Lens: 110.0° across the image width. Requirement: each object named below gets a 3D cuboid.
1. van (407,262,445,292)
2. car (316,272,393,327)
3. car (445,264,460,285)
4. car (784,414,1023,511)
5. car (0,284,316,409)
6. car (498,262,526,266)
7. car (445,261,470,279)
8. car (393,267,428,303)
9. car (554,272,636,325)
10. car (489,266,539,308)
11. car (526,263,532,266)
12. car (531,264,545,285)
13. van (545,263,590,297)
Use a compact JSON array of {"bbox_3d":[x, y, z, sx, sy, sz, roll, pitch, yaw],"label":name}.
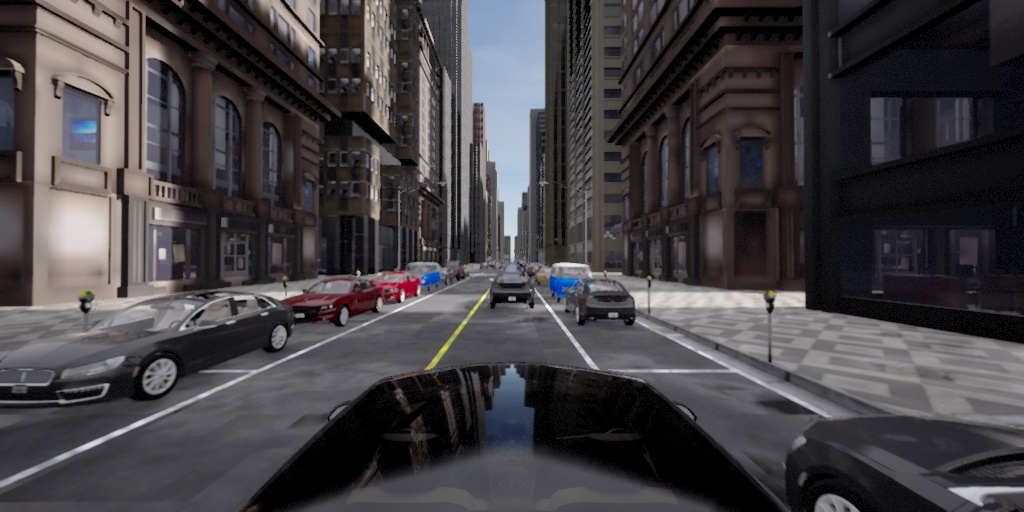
[{"bbox_3d":[-5.744,1.306,23.223,1.690,1.789,3.998,0,0,0],"label":"van"},{"bbox_3d":[-5.754,1.397,11.987,1.888,1.381,4.507,0,0,0],"label":"car"},{"bbox_3d":[-5.739,1.572,28.841,2.007,1.370,4.403,0,0,0],"label":"car"},{"bbox_3d":[2.761,1.291,0.753,2.007,1.370,4.403,0,0,0],"label":"car"},{"bbox_3d":[-5.759,1.346,6.375,2.007,1.370,4.403,0,0,0],"label":"car"},{"bbox_3d":[0.031,1.525,31.335,1.882,1.535,5.008,0,0,0],"label":"car"},{"bbox_3d":[-5.734,1.393,34.459,2.192,1.841,5.009,0,0,0],"label":"car"},{"bbox_3d":[-5.749,1.454,17.605,1.888,1.381,4.507,0,0,0],"label":"car"},{"bbox_3d":[2.771,1.402,11.990,2.007,1.370,4.403,0,0,0],"label":"car"},{"bbox_3d":[0.016,1.401,16.145,1.837,1.490,4.892,0,0,0],"label":"car"},{"bbox_3d":[2.796,1.717,40.083,1.802,1.307,4.207,0,0,0],"label":"car"},{"bbox_3d":[2.786,1.547,29.016,1.751,1.417,4.829,0,0,0],"label":"car"},{"bbox_3d":[2.776,1.249,17.608,1.690,1.789,3.998,0,0,0],"label":"van"}]
